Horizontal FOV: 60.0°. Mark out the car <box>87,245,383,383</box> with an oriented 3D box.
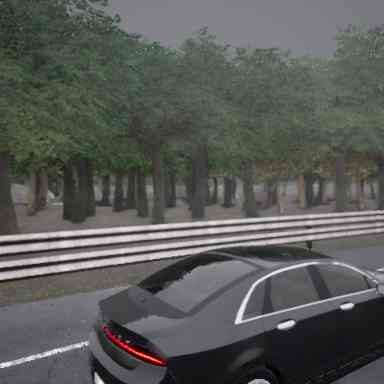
[{"bbox_3d":[1.184,1.474,4.359,4.892,1.490,1.837,0,0,-34],"label":"car"}]
